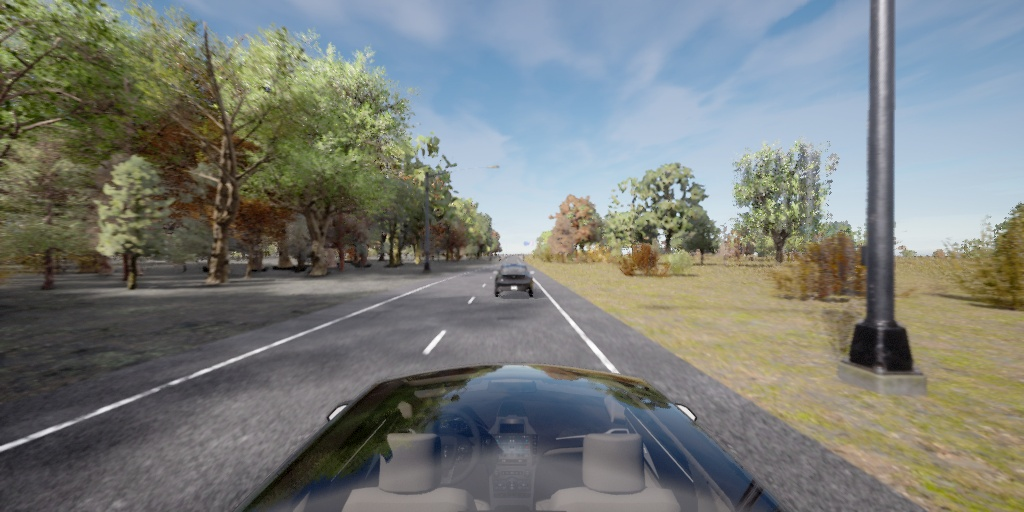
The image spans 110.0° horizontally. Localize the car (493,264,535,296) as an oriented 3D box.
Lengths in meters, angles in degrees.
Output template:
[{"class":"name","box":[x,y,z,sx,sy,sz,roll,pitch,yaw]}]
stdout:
[{"class":"car","box":[0.092,1.150,18.200,1.837,1.490,4.892,0,0,0]}]
